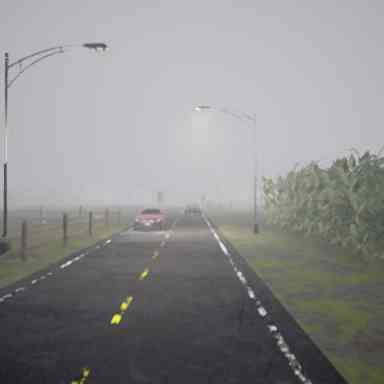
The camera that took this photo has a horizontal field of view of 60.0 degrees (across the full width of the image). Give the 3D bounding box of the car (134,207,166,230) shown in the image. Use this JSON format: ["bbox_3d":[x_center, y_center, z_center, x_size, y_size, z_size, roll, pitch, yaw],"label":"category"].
[{"bbox_3d":[-2.849,1.814,23.526,1.812,1.442,4.674,0,-1,0],"label":"car"}]

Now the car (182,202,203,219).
[{"bbox_3d":[0.075,1.906,33.867,2.128,1.511,4.902,0,-1,0],"label":"car"}]

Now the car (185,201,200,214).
[{"bbox_3d":[0.053,2.022,44.388,1.882,1.535,5.008,0,-1,0],"label":"car"}]
